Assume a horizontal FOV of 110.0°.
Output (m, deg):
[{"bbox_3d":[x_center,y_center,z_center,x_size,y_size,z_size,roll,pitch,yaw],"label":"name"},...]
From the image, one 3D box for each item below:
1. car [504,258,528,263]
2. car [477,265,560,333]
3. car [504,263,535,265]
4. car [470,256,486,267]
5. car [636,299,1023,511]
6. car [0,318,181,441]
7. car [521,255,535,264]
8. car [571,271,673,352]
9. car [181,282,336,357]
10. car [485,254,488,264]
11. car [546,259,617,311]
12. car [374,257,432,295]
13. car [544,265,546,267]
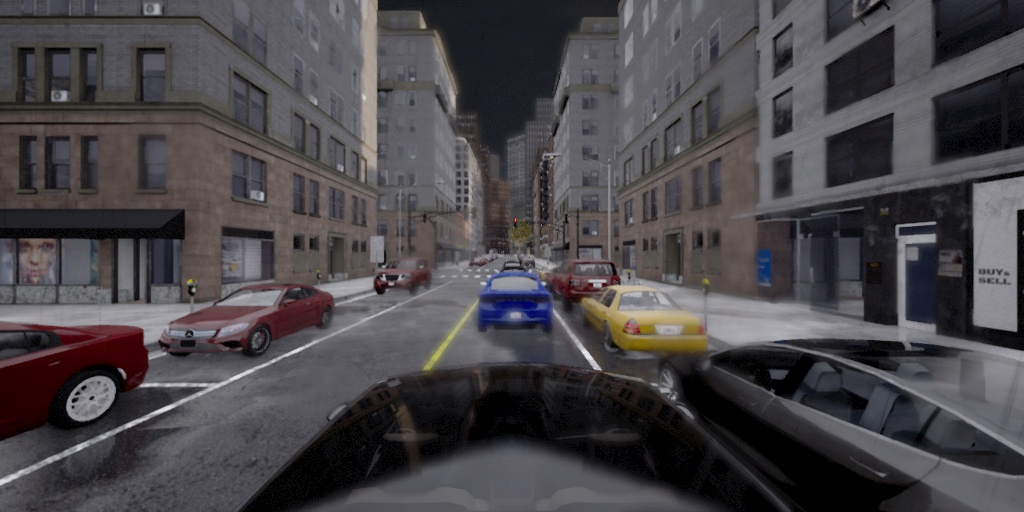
[{"bbox_3d":[0.066,1.158,27.539,1.837,1.490,4.892,0,0,0],"label":"car"},{"bbox_3d":[0.062,1.203,10.667,1.882,1.535,5.008,0,0,-1],"label":"car"},{"bbox_3d":[0.106,1.259,18.626,1.994,1.385,4.181,0,0,0],"label":"car"},{"bbox_3d":[-5.722,1.003,57.238,1.888,1.381,4.507,0,0,0],"label":"car"},{"bbox_3d":[2.763,1.313,2.907,1.948,1.339,4.313,0,0,0],"label":"car"},{"bbox_3d":[-5.762,1.293,2.920,1.888,1.381,4.507,0,0,0],"label":"car"},{"bbox_3d":[2.803,1.009,57.224,2.007,1.370,4.403,0,0,0],"label":"car"},{"bbox_3d":[2.767,1.257,8.629,1.751,1.417,4.829,0,0,0],"label":"car"},{"bbox_3d":[-5.758,1.313,8.471,1.802,1.307,4.207,0,0,0],"label":"car"},{"bbox_3d":[-5.718,0.854,62.662,1.967,1.591,4.097,0,0,0],"label":"car"},{"bbox_3d":[2.771,1.028,14.013,2.192,1.841,5.009,0,0,0],"label":"car"},{"bbox_3d":[-5.750,1.006,19.578,2.192,1.841,5.009,0,0,0],"label":"car"},{"bbox_3d":[2.775,1.273,19.564,1.802,1.307,4.207,0,0,0],"label":"car"}]
